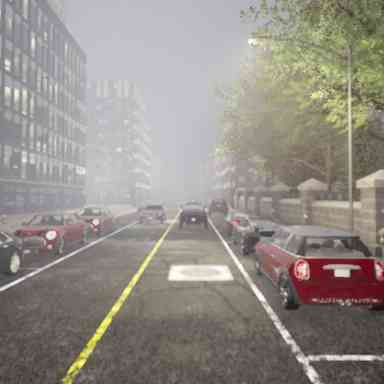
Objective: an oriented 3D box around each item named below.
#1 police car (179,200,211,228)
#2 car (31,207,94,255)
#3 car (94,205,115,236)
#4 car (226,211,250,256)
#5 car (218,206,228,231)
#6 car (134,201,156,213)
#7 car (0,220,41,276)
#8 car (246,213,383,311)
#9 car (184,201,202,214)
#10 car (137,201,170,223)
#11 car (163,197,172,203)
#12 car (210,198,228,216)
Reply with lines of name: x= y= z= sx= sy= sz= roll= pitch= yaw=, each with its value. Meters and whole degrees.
police car: x=0.097 y=1.575 z=23.529 sx=1.930 sy=1.638 sz=5.238 roll=0 pitch=-1 yaw=0
car: x=-5.683 y=1.529 z=13.418 sx=1.967 sy=1.590 sz=4.097 roll=1 pitch=0 yaw=0
car: x=-5.684 y=1.562 z=18.892 sx=1.967 sy=1.590 sz=4.097 roll=1 pitch=0 yaw=0
car: x=2.696 y=1.654 z=13.393 sx=1.947 sy=1.339 sz=4.313 roll=1 pitch=0 yaw=0
car: x=2.695 y=1.704 z=18.870 sx=1.802 sy=1.307 sz=4.206 roll=1 pitch=0 yaw=0
car: x=-5.689 y=1.800 z=40.787 sx=2.008 sy=1.369 sz=4.403 roll=1 pitch=0 yaw=0
car: x=-5.684 y=1.604 z=7.942 sx=2.008 sy=1.369 sz=4.403 roll=1 pitch=0 yaw=0
car: x=2.698 y=1.493 z=7.914 sx=1.967 sy=1.590 sz=4.097 roll=1 pitch=0 yaw=0
car: x=0.092 y=1.793 z=40.282 sx=2.033 sy=1.411 sz=5.357 roll=0 pitch=0 yaw=0
car: x=-3.099 y=1.696 z=27.055 sx=1.812 sy=1.442 sz=4.674 roll=0 pitch=0 yaw=0
car: x=-5.694 y=1.878 z=78.732 sx=1.967 sy=1.590 sz=4.097 roll=1 pitch=0 yaw=0
car: x=2.695 y=1.533 z=35.308 sx=2.192 sy=1.841 sz=5.009 roll=1 pitch=0 yaw=0
